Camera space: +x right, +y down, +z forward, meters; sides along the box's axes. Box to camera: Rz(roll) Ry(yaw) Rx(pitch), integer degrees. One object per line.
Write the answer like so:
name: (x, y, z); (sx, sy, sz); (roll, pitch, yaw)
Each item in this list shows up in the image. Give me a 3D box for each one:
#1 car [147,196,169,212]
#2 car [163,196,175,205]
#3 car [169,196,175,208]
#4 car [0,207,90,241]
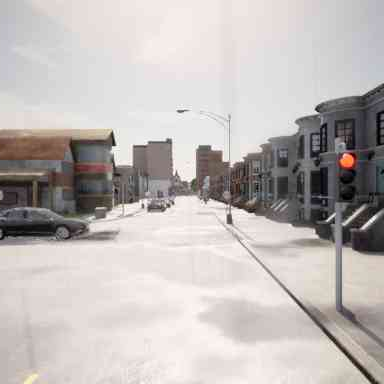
car: (-4.090, 1.505, 39.237); (1.837, 1.490, 4.892); (0, 0, 0)
car: (-4.041, 1.525, 58.792); (1.812, 1.442, 4.674); (0, 0, 1)
car: (-4.079, 1.547, 48.987); (2.033, 1.411, 5.357); (0, 0, 0)
car: (-7.456, 1.506, 15.986); (4.892, 1.490, 1.837); (0, 0, -4)
